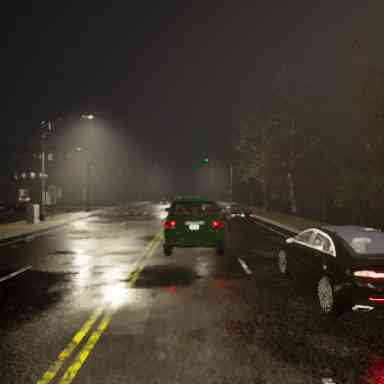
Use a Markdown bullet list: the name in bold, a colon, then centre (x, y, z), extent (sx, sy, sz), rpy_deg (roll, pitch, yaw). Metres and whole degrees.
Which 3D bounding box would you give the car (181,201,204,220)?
- **car**: centre (0.008, 1.549, 29.383), extent (1.837, 1.490, 4.892), rpy_deg (0, 0, -1)

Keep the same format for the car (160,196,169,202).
- **car**: centre (-6.678, 1.639, 81.176), extent (1.812, 1.442, 4.674), rpy_deg (0, 0, 0)

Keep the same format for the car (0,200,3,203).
- **car**: centre (-28.392, 1.893, 48.499), extent (4.403, 1.369, 2.008), rpy_deg (-1, 1, 0)

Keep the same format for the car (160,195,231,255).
- **car**: centre (0.073, 1.240, 13.401), extent (2.150, 2.045, 5.566), rpy_deg (0, 0, 0)

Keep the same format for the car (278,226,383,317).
- **car**: centre (3.332, 1.503, 7.456), extent (2.128, 1.511, 4.902), rpy_deg (0, 0, 0)

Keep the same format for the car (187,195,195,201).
- **car**: centre (-0.201, 1.642, 90.485), extent (2.128, 1.511, 4.902), rpy_deg (0, 0, 0)

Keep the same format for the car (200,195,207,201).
- **car**: centre (3.049, 1.594, 90.493), extent (1.882, 1.535, 5.008), rpy_deg (0, 0, 0)

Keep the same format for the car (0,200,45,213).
- **car**: centre (-20.041, 1.882, 40.006), extent (4.313, 1.339, 1.947), rpy_deg (-1, 1, 0)

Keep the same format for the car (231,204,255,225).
- **car**: centre (3.299, 1.583, 24.180), extent (2.033, 1.411, 5.357), rpy_deg (0, 0, 0)

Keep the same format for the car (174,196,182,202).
- **car**: centre (-3.428, 1.638, 81.184), extent (1.812, 1.442, 4.674), rpy_deg (0, 0, 0)
